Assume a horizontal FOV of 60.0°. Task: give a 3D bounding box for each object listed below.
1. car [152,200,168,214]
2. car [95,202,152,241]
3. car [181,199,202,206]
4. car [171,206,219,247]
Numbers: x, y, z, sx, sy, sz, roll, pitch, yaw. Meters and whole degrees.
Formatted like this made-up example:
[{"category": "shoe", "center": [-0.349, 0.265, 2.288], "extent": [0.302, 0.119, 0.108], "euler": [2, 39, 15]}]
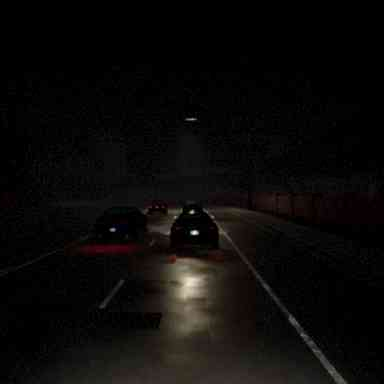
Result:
[{"category": "car", "center": [-3.570, 1.522, 35.199], "extent": [2.033, 1.411, 5.357], "euler": [0, 0, -3]}, {"category": "car", "center": [-3.396, 1.465, 16.742], "extent": [1.882, 1.535, 5.008], "euler": [0, 0, 0]}, {"category": "car", "center": [0.006, 1.468, 32.392], "extent": [2.128, 1.511, 4.902], "euler": [0, 0, -2]}, {"category": "car", "center": [0.103, 1.552, 14.902], "extent": [1.994, 1.385, 4.181], "euler": [0, 0, 0]}]
